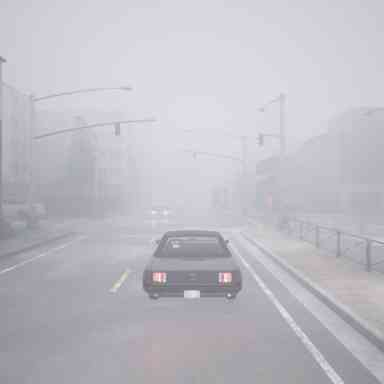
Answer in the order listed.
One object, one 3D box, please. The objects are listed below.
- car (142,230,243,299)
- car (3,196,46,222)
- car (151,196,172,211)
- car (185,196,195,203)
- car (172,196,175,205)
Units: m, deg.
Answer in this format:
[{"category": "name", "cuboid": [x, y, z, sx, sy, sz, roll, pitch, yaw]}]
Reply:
[{"category": "car", "cuboid": [0.012, 1.601, 8.367, 1.895, 1.301, 4.718, 0, 0, 0]}, {"category": "car", "cuboid": [-15.210, 1.398, 27.906, 5.566, 2.045, 2.150, 0, 0, 2]}, {"category": "car", "cuboid": [-3.853, 1.526, 41.152, 1.812, 1.442, 4.674, 0, 0, -1]}, {"category": "car", "cuboid": [-0.433, 1.491, 66.649, 2.128, 1.511, 4.902, 0, 0, 0]}, {"category": "car", "cuboid": [-3.959, 1.504, 58.439, 1.837, 1.490, 4.892, 0, 0, 0]}]
